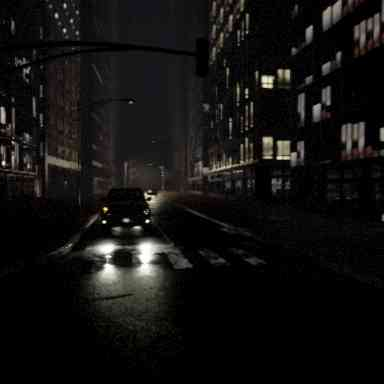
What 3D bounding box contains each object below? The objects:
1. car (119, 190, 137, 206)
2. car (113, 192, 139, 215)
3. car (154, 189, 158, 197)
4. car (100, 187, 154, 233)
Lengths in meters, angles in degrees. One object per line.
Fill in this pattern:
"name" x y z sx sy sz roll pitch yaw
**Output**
"car" -7.029 0.607 36.865 1.837 1.490 4.892 0 1 -9
"car" -5.260 0.815 26.723 1.882 1.535 5.008 0 1 -10
"car" -6.933 0.176 57.594 2.033 1.411 5.357 0 1 -7
"car" -3.330 0.785 16.831 2.150 2.045 5.566 0 1 -11
